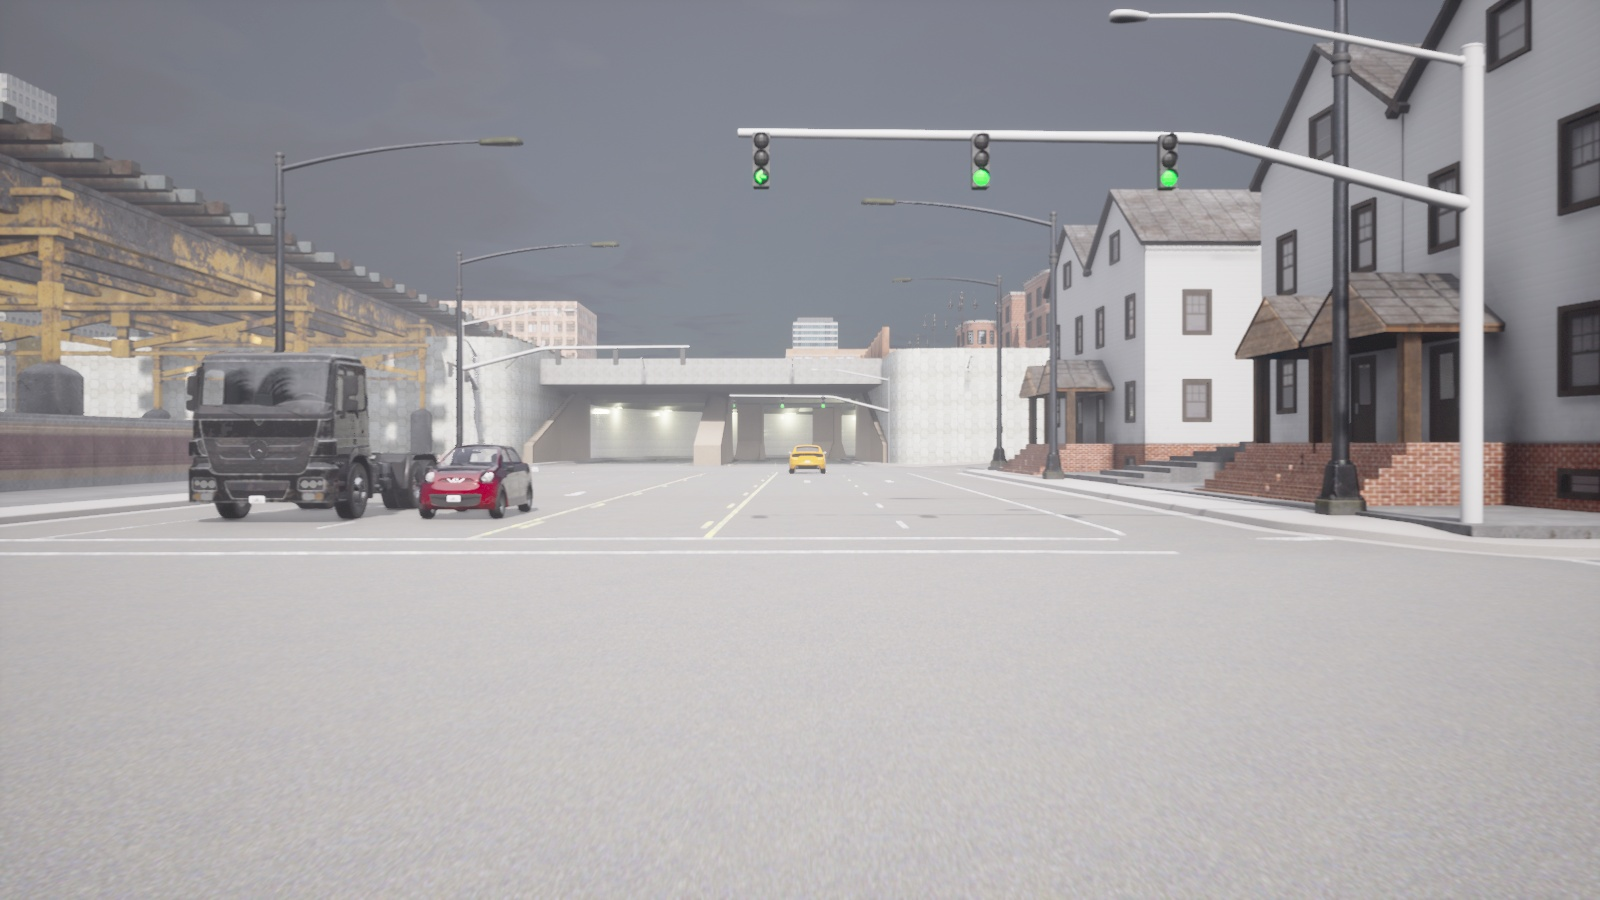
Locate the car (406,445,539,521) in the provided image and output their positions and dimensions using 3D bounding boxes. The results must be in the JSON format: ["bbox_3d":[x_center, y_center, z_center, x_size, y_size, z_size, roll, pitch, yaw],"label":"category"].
[{"bbox_3d":[-6.832,0.647,26.543,1.845,1.501,3.633,0,0,0],"label":"car"}]

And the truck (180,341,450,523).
[{"bbox_3d":[-10.324,-0.357,27.831,2.891,3.462,7.936,0,0,0],"label":"truck"}]

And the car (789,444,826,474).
[{"bbox_3d":[0.399,0.463,67.424,1.882,1.535,5.008,0,0,0],"label":"car"}]
